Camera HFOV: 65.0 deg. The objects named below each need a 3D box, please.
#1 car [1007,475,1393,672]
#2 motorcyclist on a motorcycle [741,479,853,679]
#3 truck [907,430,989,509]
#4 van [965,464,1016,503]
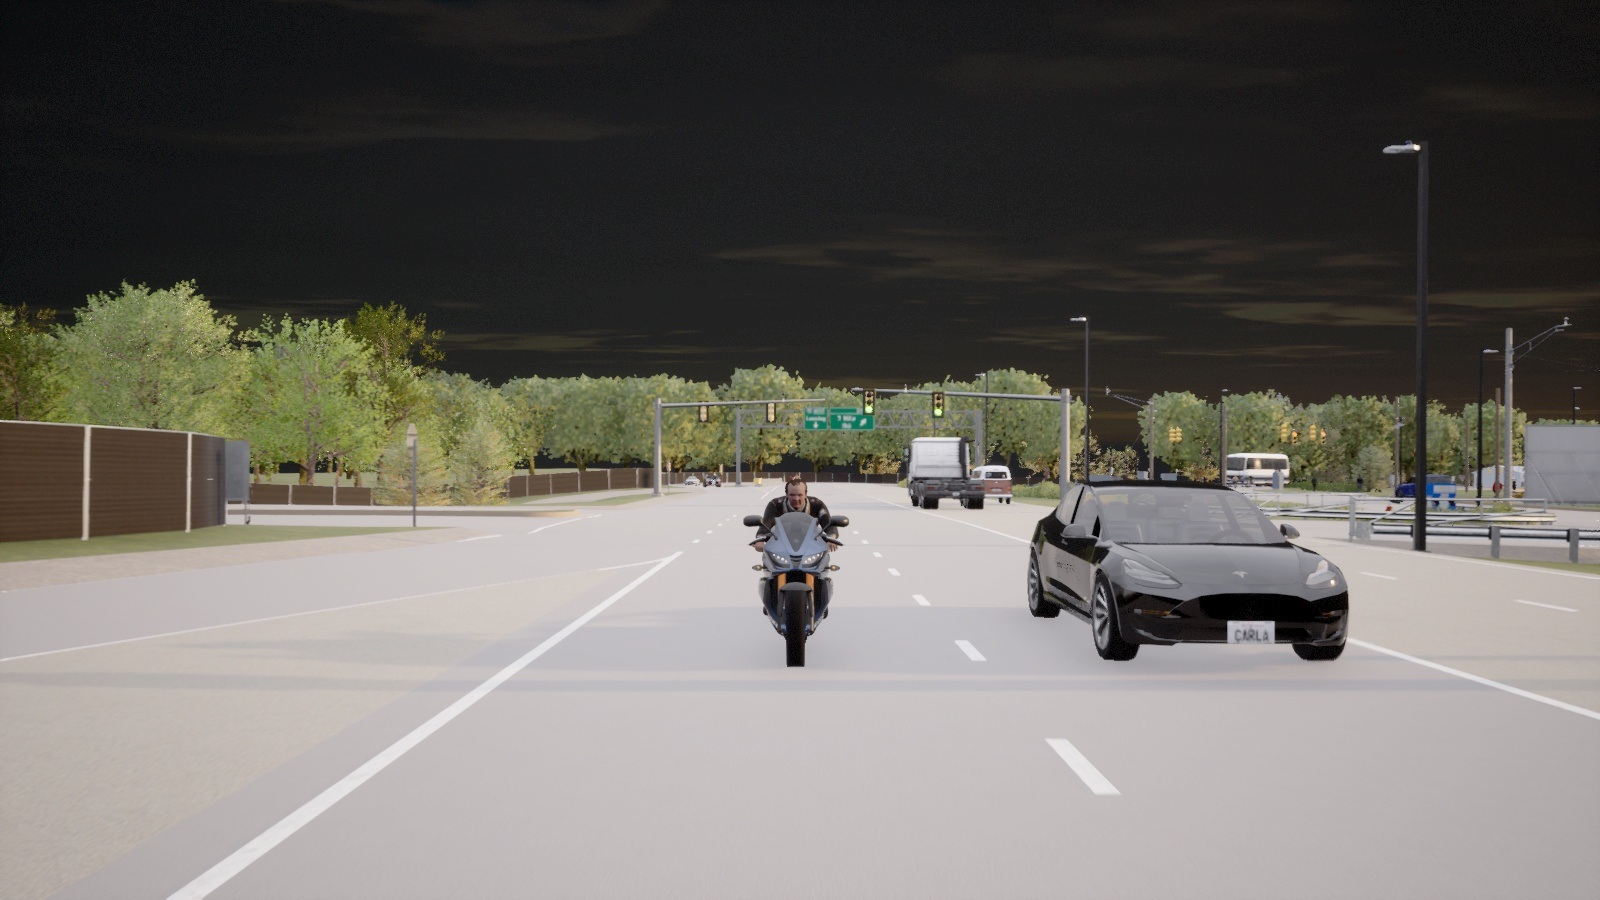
[{"bbox_3d":[3.471,1.000,12.058,2.163,1.488,4.792,0,-1,0],"label":"car"},{"bbox_3d":[-0.026,1.029,10.840,0.866,1.530,2.191,0,-1,0],"label":"motorcyclist on a motorcycle"},{"bbox_3d":[6.855,0.939,59.295,2.891,3.462,7.936,0,-1,0],"label":"truck"},{"bbox_3d":[10.336,1.810,68.318,2.069,2.038,4.480,0,-1,0],"label":"van"}]
